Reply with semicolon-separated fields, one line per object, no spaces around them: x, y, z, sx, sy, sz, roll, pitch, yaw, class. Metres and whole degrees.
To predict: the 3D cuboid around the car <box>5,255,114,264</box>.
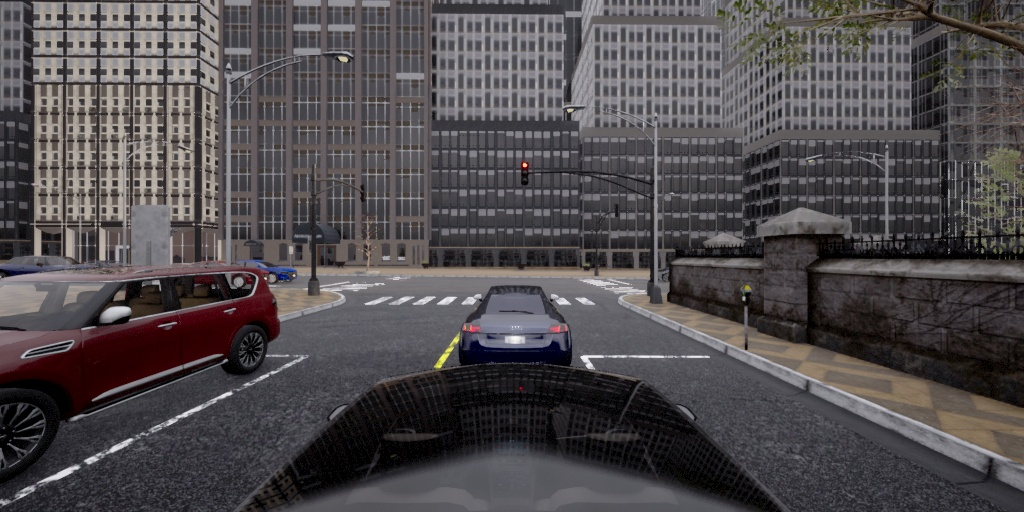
-26.696;0.777;20.918;4.553;1.767;2.097;1;0;-1;car

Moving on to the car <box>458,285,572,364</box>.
0.086;1.314;7.755;1.994;1.385;4.181;0;0;1;car

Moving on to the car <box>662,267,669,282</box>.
14.505;1.510;28.110;4.181;1.385;1.994;1;0;-1;car

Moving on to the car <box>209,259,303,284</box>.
-17.258;1.026;24.302;5.008;1.535;1.882;1;0;0;car

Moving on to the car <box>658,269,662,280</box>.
14.320;1.515;31.359;4.181;1.385;1.994;1;0;-1;car

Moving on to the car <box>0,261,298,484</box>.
-5.365;1.065;4.735;2.192;1.841;5.009;0;0;0;car
